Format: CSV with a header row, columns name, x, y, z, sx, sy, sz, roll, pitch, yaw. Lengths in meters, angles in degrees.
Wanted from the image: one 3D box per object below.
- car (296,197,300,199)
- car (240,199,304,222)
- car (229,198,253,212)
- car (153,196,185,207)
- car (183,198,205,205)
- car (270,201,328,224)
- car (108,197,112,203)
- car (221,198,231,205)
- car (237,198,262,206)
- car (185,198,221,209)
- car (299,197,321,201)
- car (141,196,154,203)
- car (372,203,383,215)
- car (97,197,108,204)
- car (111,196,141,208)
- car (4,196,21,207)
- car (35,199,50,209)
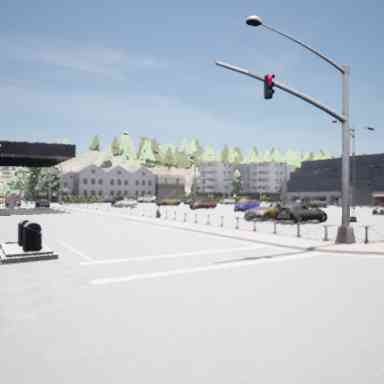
name,x,y,z,sx,sy,sz,roll,pitch,yaw
car,18.889,1.871,58.338,3.866,1.878,1.905,1,-1,-33
car,7.027,1.710,28.966,5.027,1.636,2.152,1,-1,-33
car,7.114,1.863,43.079,3.633,1.501,1.845,1,-1,-33
car,-4.338,1.792,62.404,4.605,1.855,1.932,1,-1,-33
car,0.358,2.152,73.640,4.514,1.523,2.007,1,-1,-33
car,8.760,1.700,26.351,4.514,1.523,2.007,1,-1,-33
car,-12.738,1.702,60.937,3.866,1.878,1.905,1,-1,-33
car,8.270,2.145,74.350,3.806,1.475,1.970,1,-1,-33
car,11.999,2.029,69.118,5.027,1.636,2.152,1,-1,-33
car,1.769,1.906,51.522,4.514,1.523,2.007,1,-1,-33
car,20.801,1.878,56.111,4.605,1.855,1.932,1,-1,-33
car,-12.250,1.975,88.051,5.566,2.045,2.150,1,-1,-32
car,22.833,1.979,38.891,3.806,1.475,1.970,1,-1,-33
car,-21.106,1.984,82.425,4.553,1.767,2.097,1,-1,-32
car,-11.464,1.958,57.803,3.806,1.475,1.970,1,-1,-33
car,-33.371,1.735,62.203,2.150,2.045,5.566,1,-1,-32
car,-25.158,1.980,55.917,2.128,1.511,4.902,1,-1,-32
